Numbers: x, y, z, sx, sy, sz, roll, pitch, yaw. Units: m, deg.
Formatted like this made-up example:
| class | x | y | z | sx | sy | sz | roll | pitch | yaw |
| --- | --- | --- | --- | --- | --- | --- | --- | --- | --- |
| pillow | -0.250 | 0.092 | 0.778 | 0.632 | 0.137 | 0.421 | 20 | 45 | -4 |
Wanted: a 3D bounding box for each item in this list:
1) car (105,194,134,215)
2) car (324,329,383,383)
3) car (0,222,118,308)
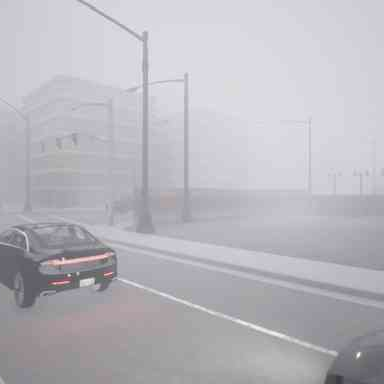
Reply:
| class | x | y | z | sx | sy | sz | roll | pitch | yaw |
| --- | --- | --- | --- | --- | --- | --- | --- | --- | --- |
| car | -6.290 | 1.221 | 34.999 | 5.566 | 2.045 | 2.150 | 0 | 0 | -44 |
| car | 3.196 | 1.505 | 1.584 | 4.892 | 1.490 | 1.837 | 0 | 0 | 38 |
| car | -3.647 | 1.492 | 8.041 | 2.128 | 1.511 | 4.902 | 0 | 0 | -43 |
